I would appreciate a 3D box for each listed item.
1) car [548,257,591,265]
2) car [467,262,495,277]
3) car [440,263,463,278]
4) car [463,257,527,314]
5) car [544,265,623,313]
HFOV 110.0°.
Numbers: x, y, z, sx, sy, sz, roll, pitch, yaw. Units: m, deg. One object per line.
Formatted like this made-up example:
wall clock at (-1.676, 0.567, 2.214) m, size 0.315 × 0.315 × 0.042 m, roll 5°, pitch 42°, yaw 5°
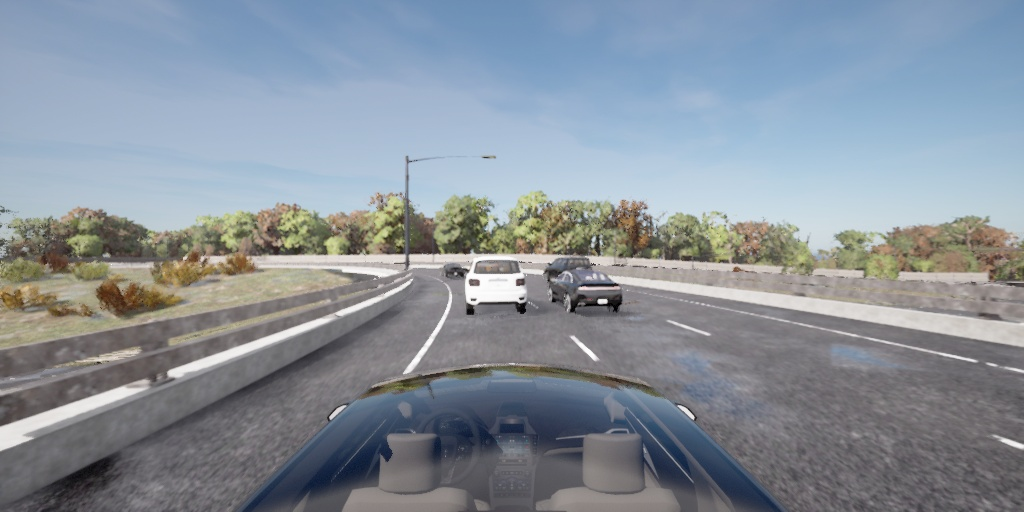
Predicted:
car at (4.093, 1.087, 26.575) m, size 2.150 × 2.045 × 5.566 m, roll 0°, pitch 0°, yaw -12°
car at (-3.534, 1.467, 39.999) m, size 1.882 × 1.535 × 5.008 m, roll 0°, pitch 0°, yaw -21°
car at (-6.348, 1.500, 37.505) m, size 1.837 × 1.490 × 4.892 m, roll 0°, pitch 0°, yaw -20°
car at (-0.787, 1.050, 14.500) m, size 2.150 × 2.045 × 5.566 m, roll 0°, pitch 0°, yaw -7°
car at (2.708, 1.295, 14.245) m, size 2.128 × 1.511 × 4.902 m, roll 0°, pitch 0°, yaw -7°
